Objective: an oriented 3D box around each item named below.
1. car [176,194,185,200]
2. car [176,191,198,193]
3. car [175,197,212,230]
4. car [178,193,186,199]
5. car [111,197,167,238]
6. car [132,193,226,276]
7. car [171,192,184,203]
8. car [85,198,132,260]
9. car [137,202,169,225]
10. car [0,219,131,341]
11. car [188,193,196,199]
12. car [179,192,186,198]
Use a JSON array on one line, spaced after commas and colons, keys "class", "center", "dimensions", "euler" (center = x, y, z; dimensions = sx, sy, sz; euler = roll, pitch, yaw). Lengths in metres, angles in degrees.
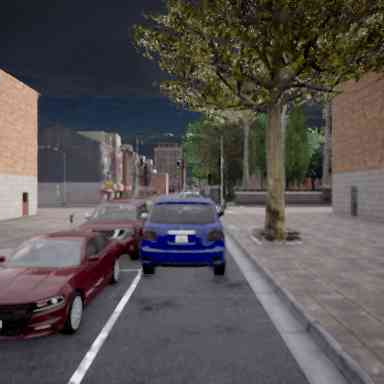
[{"class": "car", "center": [-2.659, 1.137, 77.148], "dimensions": [2.008, 1.369, 4.403], "euler": [0, 0, 0]}, {"class": "car", "center": [-0.202, 1.024, 35.804], "dimensions": [2.150, 2.045, 5.566], "euler": [0, 0, -6]}, {"class": "car", "center": [0.092, 1.233, 20.867], "dimensions": [2.097, 1.767, 4.553], "euler": [0, 0, 0]}, {"class": "car", "center": [-2.657, 0.973, 87.687], "dimensions": [1.967, 1.590, 4.097], "euler": [0, 0, 0]}, {"class": "car", "center": [-2.639, 1.212, 17.902], "dimensions": [2.192, 1.841, 5.009], "euler": [0, 0, 0]}, {"class": "car", "center": [-0.150, 1.161, 10.354], "dimensions": [2.150, 2.045, 5.566], "euler": [0, 0, 2]}, {"class": "car", "center": [-2.662, 0.983, 61.336], "dimensions": [2.192, 1.841, 5.009], "euler": [0, 0, 0]}, {"class": "car", "center": [-2.638, 1.243, 12.291], "dimensions": [2.192, 1.841, 5.009], "euler": [0, 0, 0]}, {"class": "car", "center": [-2.640, 1.448, 23.516], "dimensions": [1.802, 1.307, 4.206], "euler": [0, 0, 0]}, {"class": "car", "center": [-2.638, 1.505, 6.681], "dimensions": [1.887, 1.381, 4.507], "euler": [0, 0, 0]}, {"class": "car", "center": [-0.008, 0.959, 83.087], "dimensions": [1.837, 1.490, 4.892], "euler": [0, 0, 0]}, {"class": "car", "center": [-2.656, 0.947, 92.958], "dimensions": [1.967, 1.590, 4.097], "euler": [0, 0, 0]}]
